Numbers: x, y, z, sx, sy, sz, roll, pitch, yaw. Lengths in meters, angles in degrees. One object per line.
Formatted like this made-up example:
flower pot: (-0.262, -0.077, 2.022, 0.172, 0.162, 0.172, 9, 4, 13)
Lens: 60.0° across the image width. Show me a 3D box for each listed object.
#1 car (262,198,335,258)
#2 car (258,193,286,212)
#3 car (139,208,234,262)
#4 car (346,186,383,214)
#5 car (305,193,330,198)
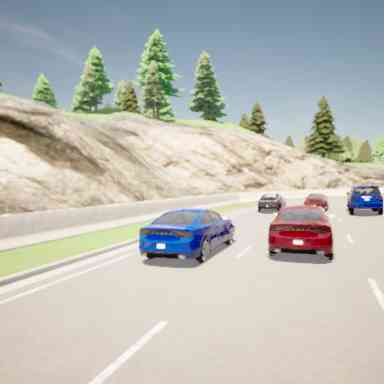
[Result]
car: (3.910, 1.204, 11.694, 1.882, 1.535, 5.008, -1, 1, 22)
car: (7.000, 0.862, 28.829, 2.128, 1.511, 4.902, -1, 1, 23)
car: (0.053, 1.274, 11.456, 1.882, 1.535, 5.008, -1, 1, 22)
car: (13.123, 0.548, 25.387, 2.150, 2.045, 5.566, -1, 1, 23)
car: (10.706, 0.840, 28.465, 1.812, 1.442, 4.674, -1, 1, 25)
